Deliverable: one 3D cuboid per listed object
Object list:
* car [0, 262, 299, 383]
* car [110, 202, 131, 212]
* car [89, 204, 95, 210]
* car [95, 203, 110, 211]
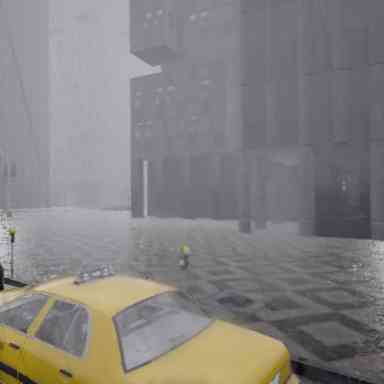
[{"bbox_3d":[-1.311,1.555,3.901,4.829,1.417,1.752,-1,-1,35],"label":"car"},{"bbox_3d":[-11.527,2.532,58.877,2.097,1.767,4.553,-1,-2,36],"label":"car"},{"bbox_3d":[-18.233,2.881,66.254,2.128,1.511,4.902,-1,-2,36],"label":"car"},{"bbox_3d":[-15.577,2.823,64.410,2.128,1.511,4.902,-1,-2,36],"label":"car"}]
